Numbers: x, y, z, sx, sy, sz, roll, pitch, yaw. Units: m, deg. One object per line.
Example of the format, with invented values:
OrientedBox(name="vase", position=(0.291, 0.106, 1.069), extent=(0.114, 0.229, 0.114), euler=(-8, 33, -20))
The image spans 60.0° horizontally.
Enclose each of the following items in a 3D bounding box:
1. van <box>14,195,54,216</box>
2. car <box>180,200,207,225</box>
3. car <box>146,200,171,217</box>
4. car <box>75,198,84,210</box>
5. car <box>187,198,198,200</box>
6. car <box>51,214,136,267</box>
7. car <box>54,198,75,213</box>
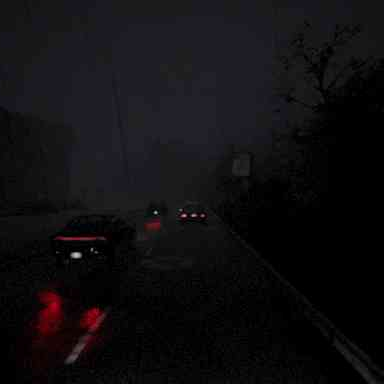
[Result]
OrientedBox(name="van", position=(-15.553, 1.275, 32.432), extent=(1.878, 1.987, 4.442), euler=(0, 0, 0))
OrientedBox(name="car", position=(0.096, 1.577, 24.099), extent=(2.033, 1.411, 5.357), euler=(0, 0, 0))
OrientedBox(name="car", position=(-3.151, 1.544, 31.384), extent=(1.837, 1.490, 4.892), euler=(0, 0, 0))
OrientedBox(name="car", position=(-15.600, 1.557, 43.539), extent=(2.002, 1.452, 4.674), euler=(-2, 0, 0))
OrientedBox(name="car", position=(0.104, 1.529, 41.720), extent=(1.882, 1.535, 5.008), euler=(0, 0, 0))
OrientedBox(name="car", position=(-3.152, 1.506, 11.475), extent=(2.128, 1.511, 4.902), euler=(0, 0, 0))
OrientedBox(name="car", position=(-15.569, 1.539, 38.043), extent=(2.163, 1.488, 4.792), euler=(0, 0, 0))
